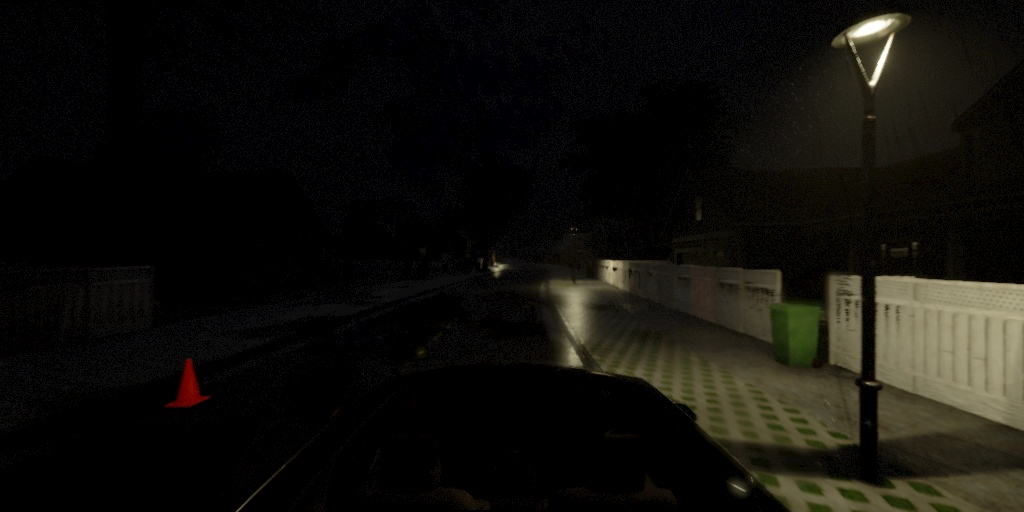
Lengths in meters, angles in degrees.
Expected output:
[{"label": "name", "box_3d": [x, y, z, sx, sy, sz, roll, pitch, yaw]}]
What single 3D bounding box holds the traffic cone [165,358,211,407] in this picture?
[{"label": "traffic cone", "box_3d": [-4.412, 1.695, 4.890, 0.340, 0.580, 0.340, 0, 0, 1]}]
